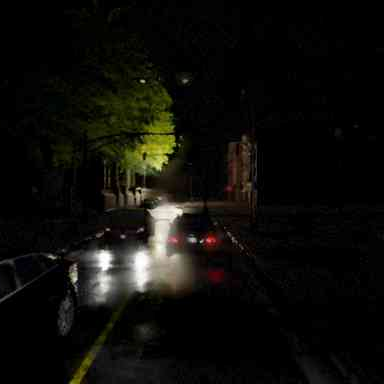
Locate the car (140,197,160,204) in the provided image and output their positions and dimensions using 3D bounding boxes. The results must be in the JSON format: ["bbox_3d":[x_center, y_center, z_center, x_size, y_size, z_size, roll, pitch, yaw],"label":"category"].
[{"bbox_3d":[-5.517,1.496,41.925,2.008,1.369,4.403,1,0,0],"label":"car"}]

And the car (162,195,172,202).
[{"bbox_3d":[-5.771,1.405,76.311,1.967,1.590,4.097,1,0,0],"label":"car"}]

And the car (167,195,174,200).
[{"bbox_3d":[-5.907,1.534,92.492,1.752,1.417,4.829,1,0,0],"label":"car"}]

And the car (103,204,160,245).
[{"bbox_3d":[-2.749,1.500,15.570,1.812,1.442,4.674,0,0,0],"label":"car"}]

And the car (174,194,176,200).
[{"bbox_3d":[-5.861,1.432,87.211,1.967,1.590,4.097,1,0,0],"label":"car"}]

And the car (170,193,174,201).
[{"bbox_3d":[-5.724,1.270,70.861,2.192,1.841,5.009,1,0,0],"label":"car"}]

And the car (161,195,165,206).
[{"bbox_3d":[-5.549,1.493,49.061,2.008,1.369,4.403,1,0,0],"label":"car"}]

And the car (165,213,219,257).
[{"bbox_3d":[0.020,1.525,12.766,2.033,1.411,5.357,0,0,0],"label":"car"}]

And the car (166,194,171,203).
[{"bbox_3d":[-5.684,1.530,65.411,1.802,1.307,4.206,1,0,0],"label":"car"}]

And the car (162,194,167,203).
[{"bbox_3d":[-5.594,1.508,54.511,1.947,1.339,4.313,1,0,0],"label":"car"}]

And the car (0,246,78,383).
[{"bbox_3d":[-2.833,1.484,3.725,2.128,1.511,4.902,0,0,0],"label":"car"}]
